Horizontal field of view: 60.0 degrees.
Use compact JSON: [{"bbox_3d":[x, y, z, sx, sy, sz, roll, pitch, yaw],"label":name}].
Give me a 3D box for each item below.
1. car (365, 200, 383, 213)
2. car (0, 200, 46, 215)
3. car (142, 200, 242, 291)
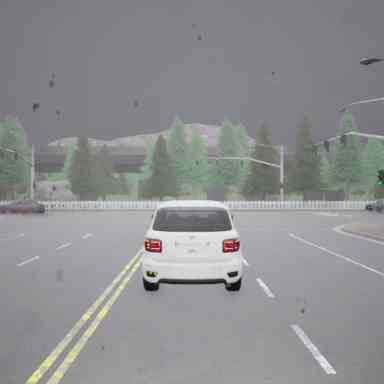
[{"bbox_3d":[21.209,1.508,36.156,4.181,1.385,1.994,0,0,0],"label":"car"},{"bbox_3d":[-16.607,1.508,32.487,4.181,1.385,1.994,0,0,0],"label":"car"},{"bbox_3d":[0.008,1.221,9.127,2.150,2.045,5.566,0,0,0],"label":"car"}]
